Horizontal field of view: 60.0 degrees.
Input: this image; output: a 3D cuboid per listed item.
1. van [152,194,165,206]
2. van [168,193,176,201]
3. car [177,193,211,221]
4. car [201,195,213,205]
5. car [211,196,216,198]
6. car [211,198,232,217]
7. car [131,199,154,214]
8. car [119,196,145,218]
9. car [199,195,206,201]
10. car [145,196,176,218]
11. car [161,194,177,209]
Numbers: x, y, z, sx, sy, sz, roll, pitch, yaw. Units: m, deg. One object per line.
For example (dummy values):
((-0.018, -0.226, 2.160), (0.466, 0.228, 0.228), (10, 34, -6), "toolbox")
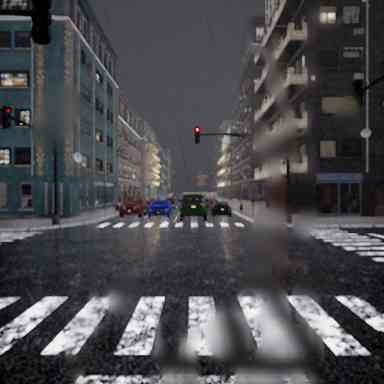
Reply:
((-5.248, 1.299, 52.647), (1.690, 1.788, 3.998), (0, 0, 0), "van")
((-5.205, 1.257, 85.959), (1.690, 1.788, 3.998), (0, 0, 0), "van")
((0.127, 1.204, 27.434), (2.150, 2.045, 5.566), (0, 0, 0), "car")
((2.640, 1.392, 58.190), (1.967, 1.590, 4.097), (0, 0, 0), "car")
((2.619, 1.552, 41.534), (1.802, 1.307, 4.206), (0, 0, 0), "car")
((2.604, 1.546, 30.430), (1.947, 1.339, 4.313), (0, 0, 0), "car")
((-5.269, 1.520, 35.991), (1.887, 1.381, 4.507), (0, 0, 0), "car")
((-5.276, 1.295, 30.439), (2.192, 1.841, 5.009), (0, 0, 0), "car")
((2.675, 1.460, 85.950), (1.887, 1.381, 4.507), (0, 0, 0), "car")
((-2.814, 1.458, 30.378), (1.882, 1.535, 5.008), (0, 0, 0), "car")
((-2.794, 1.469, 41.771), (1.837, 1.490, 4.892), (0, 2, 0), "car")
